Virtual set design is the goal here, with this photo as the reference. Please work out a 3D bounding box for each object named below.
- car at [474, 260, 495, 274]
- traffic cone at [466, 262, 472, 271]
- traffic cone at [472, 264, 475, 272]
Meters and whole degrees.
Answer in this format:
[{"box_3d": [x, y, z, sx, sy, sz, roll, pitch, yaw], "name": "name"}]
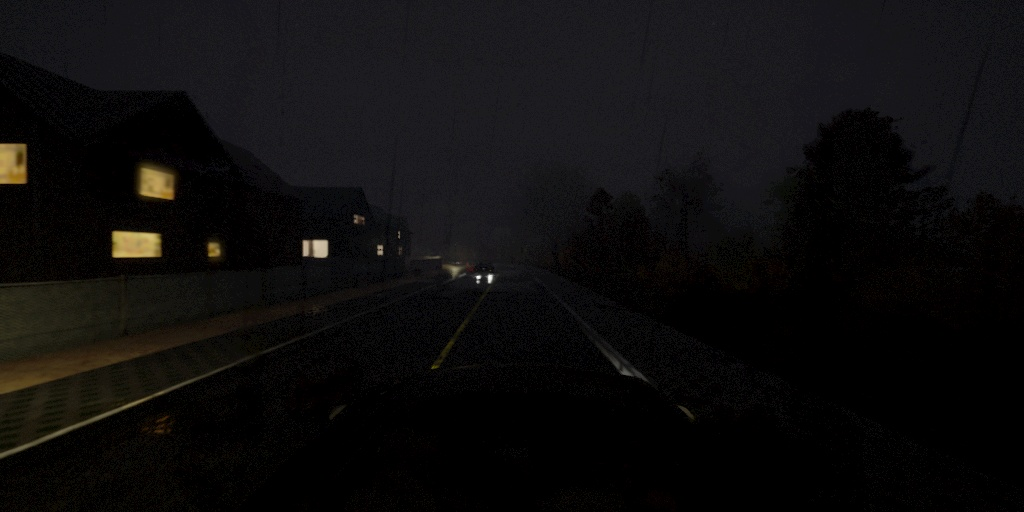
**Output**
[{"box_3d": [-2.881, 1.153, 38.316, 1.994, 1.385, 4.181, 1, -1, 0], "name": "car"}, {"box_3d": [-4.484, 1.050, 35.951, 0.340, 0.580, 0.340, 0, 0, -25], "name": "traffic cone"}, {"box_3d": [-4.363, 1.402, 40.361, 0.340, 0.580, 0.340, 0, 0, 20], "name": "traffic cone"}]
